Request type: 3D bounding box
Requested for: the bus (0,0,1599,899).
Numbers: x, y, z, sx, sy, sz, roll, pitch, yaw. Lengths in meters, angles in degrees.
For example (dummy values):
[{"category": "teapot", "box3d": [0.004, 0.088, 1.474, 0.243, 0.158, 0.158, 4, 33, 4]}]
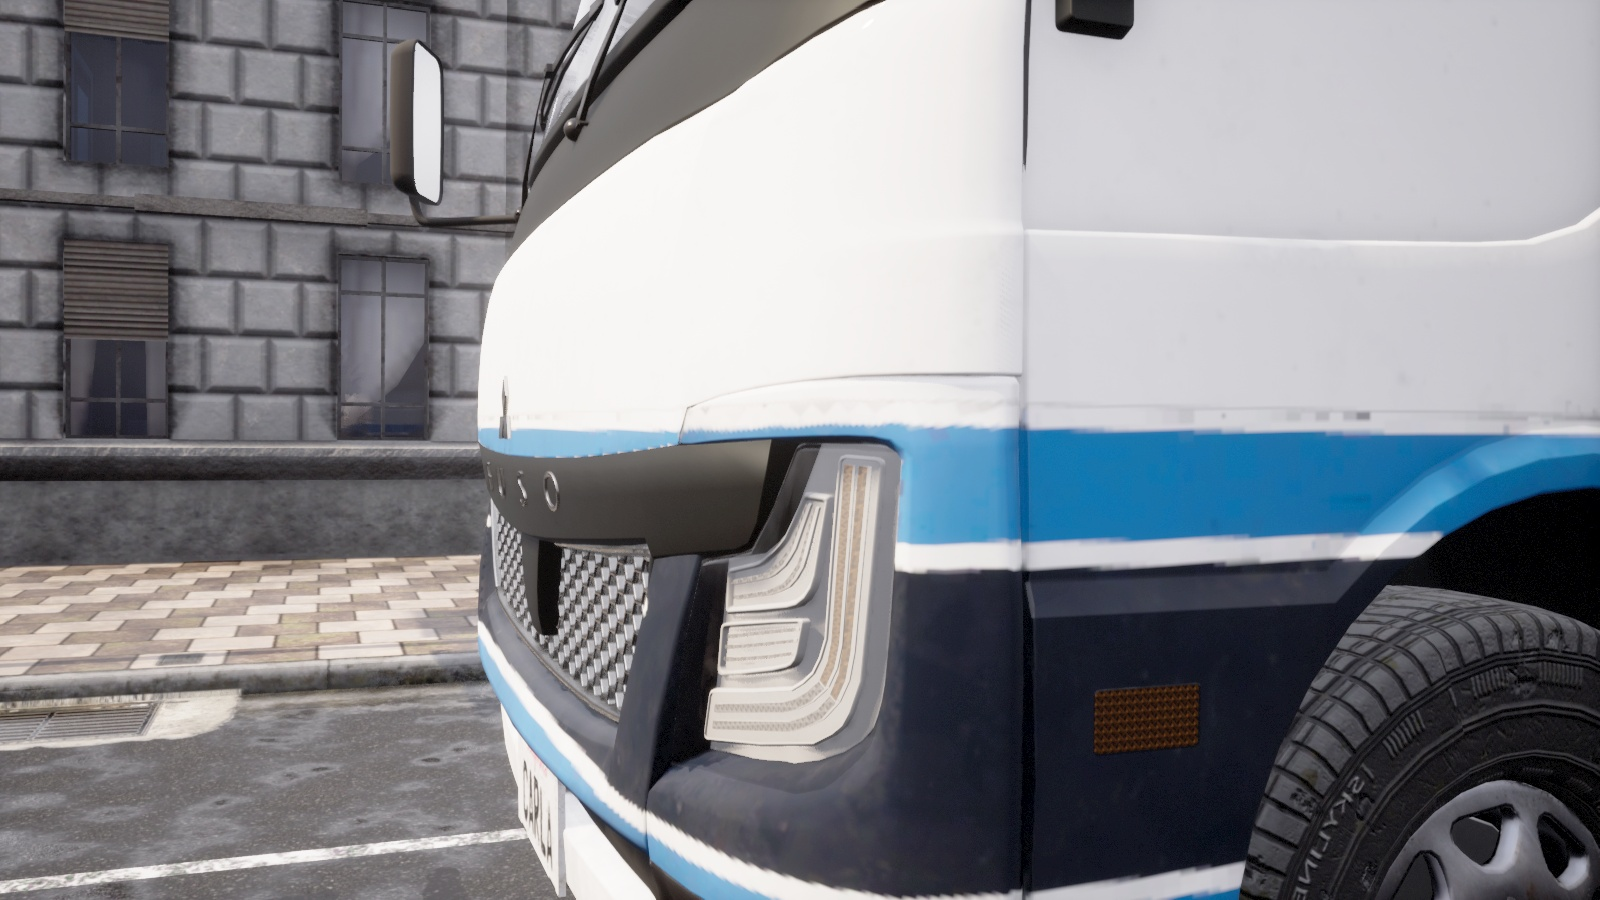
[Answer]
[{"category": "bus", "box3d": [3.496, -0.691, 4.578, 10.273, 4.253, 3.944, -1, 1, -21]}]
